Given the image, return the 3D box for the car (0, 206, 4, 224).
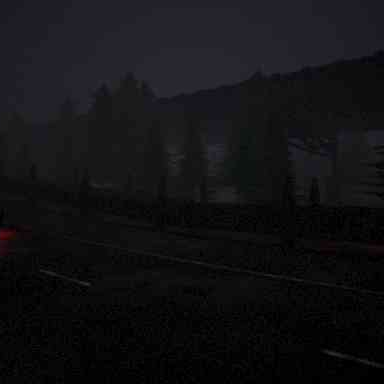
[{"bbox_3d":[-10.997,0.788,16.183,4.892,1.490,1.837,6,4,36],"label":"car"}]
